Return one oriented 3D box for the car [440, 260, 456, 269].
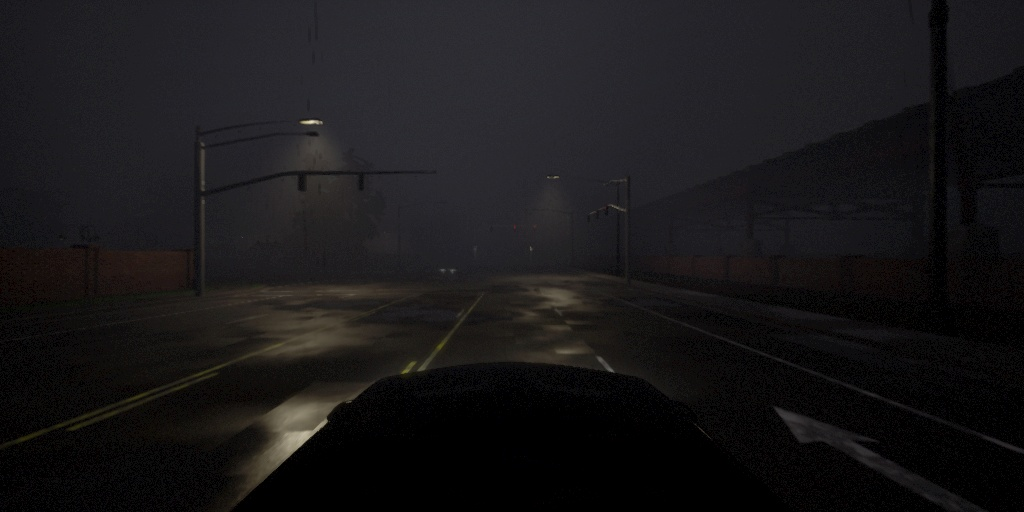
[{"bbox_3d":[-10.494,1.432,59.705,1.812,1.442,4.674,0,1,0],"label":"car"}]
